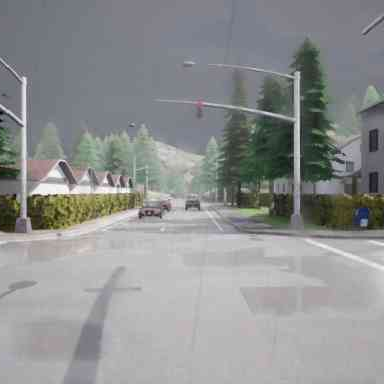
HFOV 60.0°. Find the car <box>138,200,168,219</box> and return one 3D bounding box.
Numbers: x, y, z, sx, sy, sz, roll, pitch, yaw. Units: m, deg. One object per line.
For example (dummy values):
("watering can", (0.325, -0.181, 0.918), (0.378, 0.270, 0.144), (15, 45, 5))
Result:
("car", (-3.494, 1.572, 29.358), (1.994, 1.385, 4.181), (0, 0, 0))

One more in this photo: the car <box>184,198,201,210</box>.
("car", (0.109, 1.514, 43.329), (1.837, 1.490, 4.892), (0, -1, 0))

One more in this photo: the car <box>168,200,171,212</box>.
("car", (-3.493, 1.611, 39.353), (1.895, 1.301, 4.718), (0, 0, 0))
